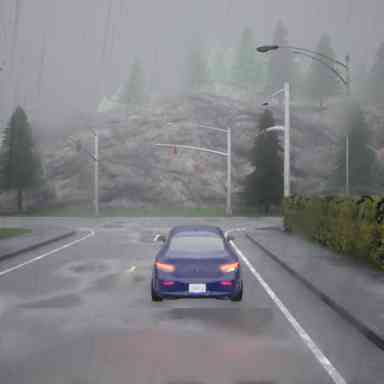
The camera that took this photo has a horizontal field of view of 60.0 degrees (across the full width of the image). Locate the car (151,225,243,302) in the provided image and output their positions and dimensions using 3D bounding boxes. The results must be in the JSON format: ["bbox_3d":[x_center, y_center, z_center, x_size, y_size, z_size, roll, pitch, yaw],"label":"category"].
[{"bbox_3d":[0.106,1.526,8.157,1.812,1.442,4.674,0,0,0],"label":"car"}]
